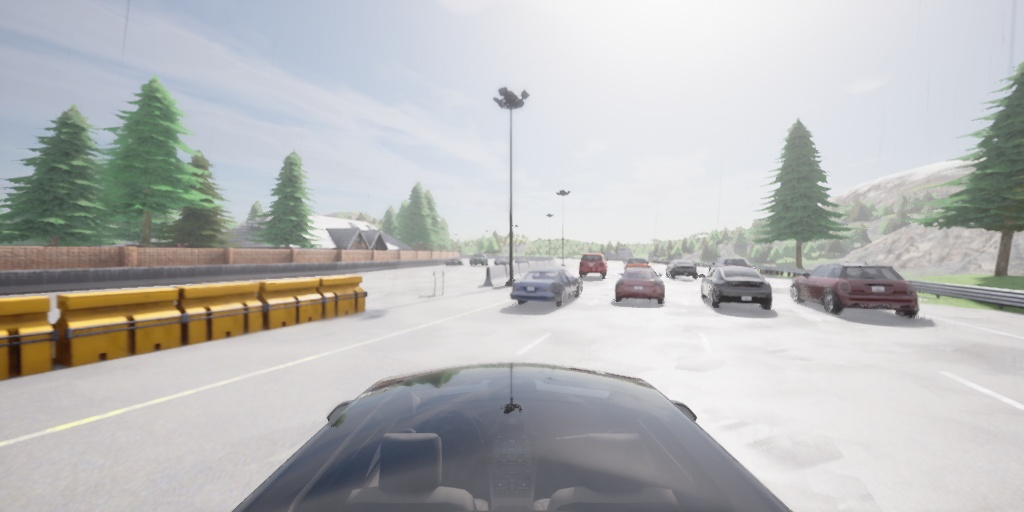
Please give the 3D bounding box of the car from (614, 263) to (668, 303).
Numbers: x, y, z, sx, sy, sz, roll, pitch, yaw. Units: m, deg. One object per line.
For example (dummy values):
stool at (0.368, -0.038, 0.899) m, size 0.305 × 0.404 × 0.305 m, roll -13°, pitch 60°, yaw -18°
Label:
car at (5.766, 1.225, 16.176) m, size 1.994 × 1.385 × 4.181 m, roll 0°, pitch 1°, yaw 21°

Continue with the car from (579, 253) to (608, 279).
car at (6.993, 0.793, 30.746) m, size 2.150 × 2.045 × 5.566 m, roll 0°, pitch 1°, yaw 16°

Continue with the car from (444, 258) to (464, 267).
car at (-9.093, 1.016, 56.238) m, size 1.895 × 1.301 × 4.718 m, roll 0°, pitch 0°, yaw 8°

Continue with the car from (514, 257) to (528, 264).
car at (1.419, 0.908, 55.727) m, size 2.128 × 1.511 × 4.902 m, roll 0°, pitch 0°, yaw 8°

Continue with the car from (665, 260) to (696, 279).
car at (13.987, 1.081, 29.803) m, size 1.837 × 1.490 × 4.892 m, roll 0°, pitch 1°, yaw 16°

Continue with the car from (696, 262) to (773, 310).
car at (8.874, 1.176, 14.491) m, size 1.837 × 1.490 × 4.892 m, roll 0°, pitch 1°, yaw 21°

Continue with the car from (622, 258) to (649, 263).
car at (10.608, 0.921, 30.731) m, size 2.097 × 1.767 × 4.553 m, roll 0°, pitch 0°, yaw 16°

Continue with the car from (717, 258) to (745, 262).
car at (17.290, 0.933, 28.649) m, size 2.097 × 1.767 × 4.553 m, roll 0°, pitch 0°, yaw 16°

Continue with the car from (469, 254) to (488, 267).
car at (-5.306, 0.624, 58.105) m, size 2.150 × 2.045 × 5.566 m, roll 0°, pitch 0°, yaw 8°

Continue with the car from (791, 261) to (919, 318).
car at (12.056, 1.030, 13.036) m, size 2.097 × 1.767 × 4.553 m, roll 0°, pitch 0°, yaw 21°

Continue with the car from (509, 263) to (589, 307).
car at (1.634, 1.215, 15.170) m, size 2.033 × 1.411 × 5.357 m, roll 0°, pitch 0°, yaw 23°

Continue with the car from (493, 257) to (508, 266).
car at (-1.781, 0.894, 58.161) m, size 2.128 × 1.511 × 4.902 m, roll 0°, pitch 0°, yaw 8°
